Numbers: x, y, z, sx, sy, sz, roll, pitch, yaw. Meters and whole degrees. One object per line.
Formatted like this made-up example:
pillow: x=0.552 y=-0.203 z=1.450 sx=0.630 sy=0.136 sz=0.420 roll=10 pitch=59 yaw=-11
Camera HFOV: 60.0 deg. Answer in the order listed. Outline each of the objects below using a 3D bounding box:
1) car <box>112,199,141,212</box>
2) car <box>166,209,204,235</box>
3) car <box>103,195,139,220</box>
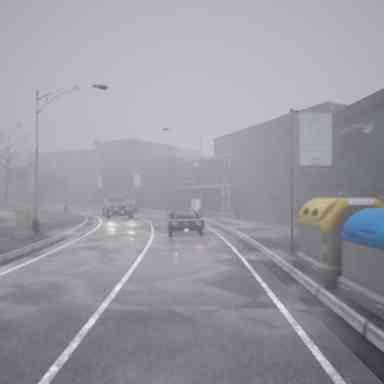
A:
car: x=-7.910 y=1.589 z=39.833 sx=1.812 sy=1.442 sz=4.674 roll=1 pitch=-1 yaw=-33
car: x=-0.528 y=1.639 z=19.067 sx=1.895 sy=1.301 sz=4.718 roll=0 pitch=0 yaw=-6
car: x=-6.546 y=1.256 z=29.259 sx=2.150 sy=2.045 sz=5.566 roll=1 pitch=0 yaw=-21
